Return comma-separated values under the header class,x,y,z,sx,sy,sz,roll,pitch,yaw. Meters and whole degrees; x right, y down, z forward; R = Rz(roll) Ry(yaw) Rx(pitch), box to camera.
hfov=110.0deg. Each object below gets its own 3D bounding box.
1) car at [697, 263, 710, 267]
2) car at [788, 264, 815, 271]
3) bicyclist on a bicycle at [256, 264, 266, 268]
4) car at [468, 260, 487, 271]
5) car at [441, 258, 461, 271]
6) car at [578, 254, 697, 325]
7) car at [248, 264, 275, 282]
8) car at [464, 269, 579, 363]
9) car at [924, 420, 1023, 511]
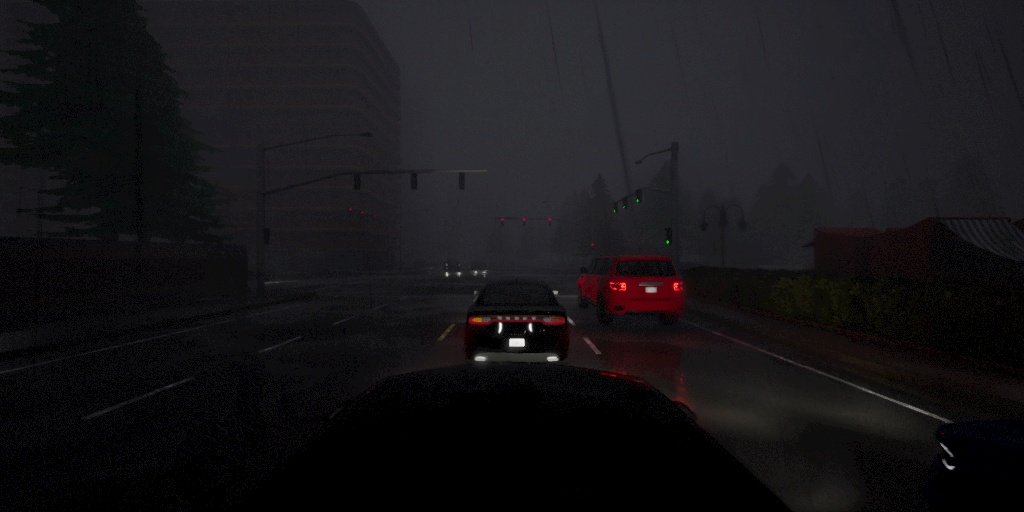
class,x,y,z,sx,sy,sz,roll,pitch,yaw
car,16.810,1.283,35.372,5.008,1.535,1.882,0,0,1
car,27.491,1.352,31.735,5.357,1.411,2.033,0,0,1
bicyclist on a bicycle,-28.508,1.106,40.729,0.582,1.620,1.656,0,0,1
car,-4.884,1.312,50.522,1.994,1.385,4.181,0,0,-18
car,-7.966,1.103,47.794,2.097,1.767,4.553,0,0,-13
car,3.642,0.971,12.000,2.150,2.045,5.566,0,0,1
car,-21.557,1.331,28.662,4.674,1.442,1.812,0,0,1
car,0.098,1.228,8.186,1.882,1.535,5.008,0,0,0
car,3.589,1.228,0.186,1.882,1.535,5.008,0,-1,0
